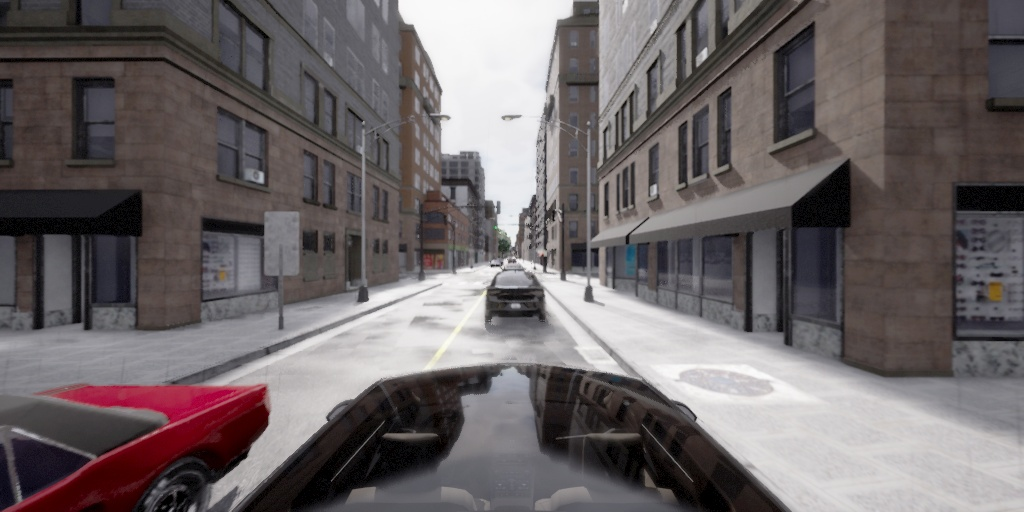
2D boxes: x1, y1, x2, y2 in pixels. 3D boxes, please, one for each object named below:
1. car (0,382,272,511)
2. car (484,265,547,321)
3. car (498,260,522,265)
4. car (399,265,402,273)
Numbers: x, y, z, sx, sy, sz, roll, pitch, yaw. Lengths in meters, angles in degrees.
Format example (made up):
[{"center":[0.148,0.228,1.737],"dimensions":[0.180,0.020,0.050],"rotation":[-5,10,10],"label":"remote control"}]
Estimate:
[{"center":[-3.099,1.349,0.983],"dimensions":[1.895,1.301,4.718],"rotation":[0,0,0],"label":"car"},{"center":[0.106,1.258,12.611],"dimensions":[1.882,1.535,5.008],"rotation":[0,0,0],"label":"car"},{"center":[0.115,1.326,28.561],"dimensions":[1.837,1.490,4.892],"rotation":[0,0,0],"label":"car"},{"center":[-14.579,1.273,40.036],"dimensions":[4.097,1.591,1.967],"rotation":[0,0,1],"label":"car"}]
